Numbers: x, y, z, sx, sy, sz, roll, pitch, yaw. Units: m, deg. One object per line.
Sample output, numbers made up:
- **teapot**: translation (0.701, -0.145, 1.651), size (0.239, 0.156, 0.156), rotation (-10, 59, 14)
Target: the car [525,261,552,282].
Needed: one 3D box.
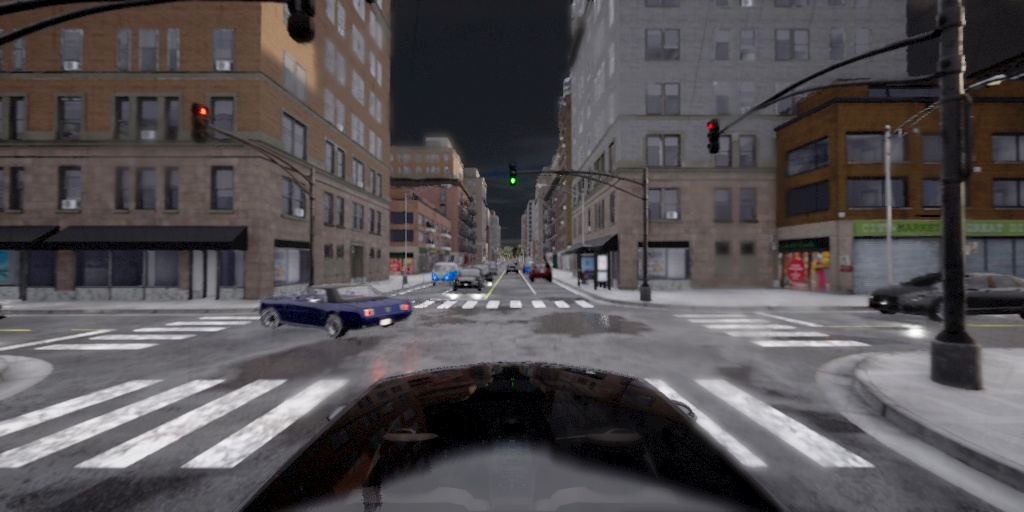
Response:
- **car**: translation (2.719, 1.484, 34.494), size (2.192, 1.841, 5.009), rotation (0, 0, 0)

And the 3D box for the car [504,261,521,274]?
- **car**: translation (0.022, 1.915, 53.471), size (1.837, 1.490, 4.892), rotation (0, -1, 0)

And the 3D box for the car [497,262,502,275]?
- **car**: translation (-2.795, 1.879, 47.204), size (2.033, 1.411, 5.357), rotation (0, -1, 0)

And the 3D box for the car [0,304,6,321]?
- **car**: translation (-16.207, 1.511, 9.018), size (4.718, 1.301, 1.895), rotation (0, -1, 0)

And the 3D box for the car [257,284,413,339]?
- **car**: translation (-5.306, 1.478, 10.541), size (4.718, 1.301, 1.895), rotation (-1, -1, 28)

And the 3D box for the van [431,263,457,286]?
- **van**: translation (-5.396, 1.442, 29.090), size (1.690, 1.789, 3.998), rotation (0, 0, 0)

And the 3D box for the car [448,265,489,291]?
- **car**: translation (-2.835, 1.546, 24.455), size (1.837, 1.490, 4.892), rotation (0, -1, 0)

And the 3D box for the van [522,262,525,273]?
- **van**: translation (2.710, 1.716, 50.712), size (1.690, 1.789, 3.998), rotation (0, 0, 0)

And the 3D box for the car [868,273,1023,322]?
- **car**: translation (14.861, 1.314, 12.004), size (4.892, 1.490, 1.837), rotation (0, -1, 0)

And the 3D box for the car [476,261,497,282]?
- **car**: translation (-2.823, 1.519, 34.313), size (2.097, 1.767, 4.553), rotation (0, -1, 0)
